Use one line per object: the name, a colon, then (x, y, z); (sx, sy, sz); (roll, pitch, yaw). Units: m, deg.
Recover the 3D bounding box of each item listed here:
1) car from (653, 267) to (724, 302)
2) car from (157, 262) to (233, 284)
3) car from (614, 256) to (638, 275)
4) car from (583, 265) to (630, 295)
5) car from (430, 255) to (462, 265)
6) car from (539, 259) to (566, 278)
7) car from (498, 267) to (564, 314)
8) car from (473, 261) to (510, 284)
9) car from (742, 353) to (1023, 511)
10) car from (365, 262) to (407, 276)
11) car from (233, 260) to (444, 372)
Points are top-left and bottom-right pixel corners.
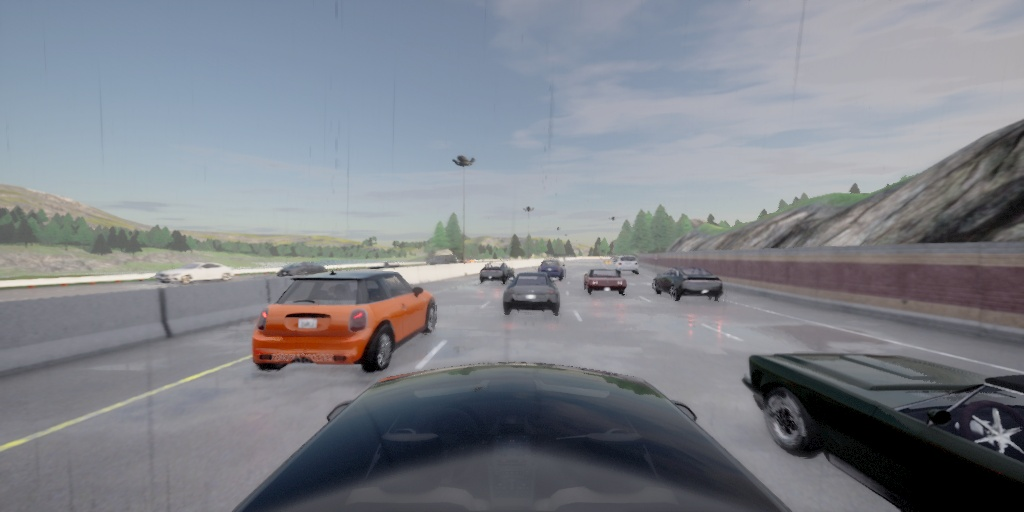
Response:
car: (8.182, 1.251, 17.080); (2.128, 1.511, 4.902); (0, 0, 7)
car: (-22.570, 1.181, 25.859); (1.812, 1.442, 4.674); (0, 0, 9)
car: (12.772, 0.971, 40.165); (2.150, 2.045, 5.566); (0, 0, 13)
car: (5.002, 1.348, 19.869); (1.895, 1.301, 4.718); (0, 0, 8)
car: (-8.366, 0.906, 42.872); (2.150, 2.045, 5.566); (0, 0, 13)
car: (3.443, 1.083, 30.671); (2.097, 1.767, 4.553); (0, 0, 12)
car: (0.793, 1.304, 13.749); (1.994, 1.385, 4.181); (0, 0, 5)
car: (-1.016, 1.213, 26.191); (2.128, 1.511, 4.902); (0, 0, 10)
car: (3.652, 1.362, 2.111); (1.895, 1.301, 4.718); (0, 0, 0)
car: (-13.154, 1.273, 37.776); (1.895, 1.301, 4.718); (0, 0, 13)
car: (-3.137, 1.086, 7.797); (2.097, 1.767, 4.553); (0, 0, 3)
